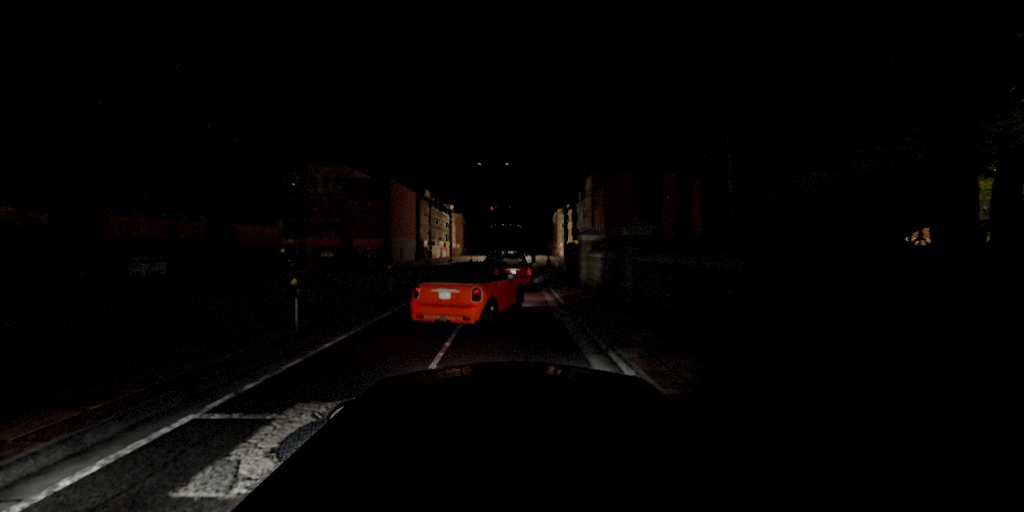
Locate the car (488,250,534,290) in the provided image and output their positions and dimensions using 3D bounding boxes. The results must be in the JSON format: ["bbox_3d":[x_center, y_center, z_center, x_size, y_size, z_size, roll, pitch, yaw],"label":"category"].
[{"bbox_3d":[0.062,0.737,19.154,2.097,1.767,4.553,0,1,1],"label":"car"}]

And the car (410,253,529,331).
[{"bbox_3d":[-1.068,0.917,10.603,2.097,1.767,4.553,0,1,15],"label":"car"}]

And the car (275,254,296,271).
[{"bbox_3d":[-23.177,0.603,33.939,4.892,1.490,1.837,0,1,0],"label":"car"}]
